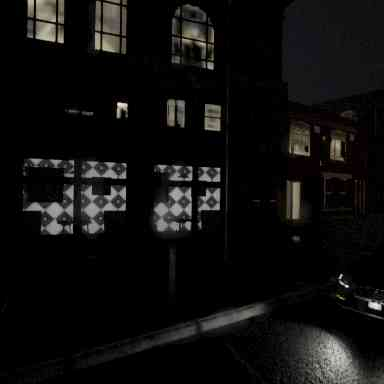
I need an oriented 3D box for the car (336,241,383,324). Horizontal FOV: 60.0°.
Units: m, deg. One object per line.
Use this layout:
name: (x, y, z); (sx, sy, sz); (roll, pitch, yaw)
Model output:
car: (4.766, 1.508, 6.534); (4.892, 1.490, 1.837); (0, 0, -36)
